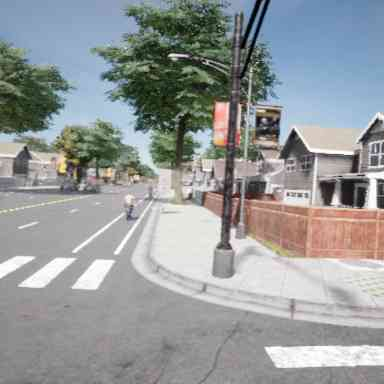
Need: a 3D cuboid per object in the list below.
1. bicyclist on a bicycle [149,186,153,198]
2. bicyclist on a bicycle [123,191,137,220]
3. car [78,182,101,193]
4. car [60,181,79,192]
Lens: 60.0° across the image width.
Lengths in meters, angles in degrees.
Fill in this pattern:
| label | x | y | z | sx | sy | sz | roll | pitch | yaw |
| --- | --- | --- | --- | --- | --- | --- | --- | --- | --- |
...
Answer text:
| label | x | y | z | sx | sy | sz | roll | pitch | yaw |
| --- | --- | --- | --- | --- | --- | --- | --- | --- | --- |
| bicyclist on a bicycle | -5.591 | -0.014 | 44.934 | 0.582 | 1.620 | 1.656 | 3 | 1 | -5 |
| bicyclist on a bicycle | -3.581 | 0.758 | 19.028 | 0.866 | 1.612 | 1.509 | 4 | 1 | -4 |
| car | -14.691 | -0.661 | 49.243 | 2.128 | 1.511 | 4.902 | 4 | 1 | -5 |
| car | -17.924 | -0.859 | 48.983 | 2.128 | 1.511 | 4.902 | 4 | 1 | -5 |
